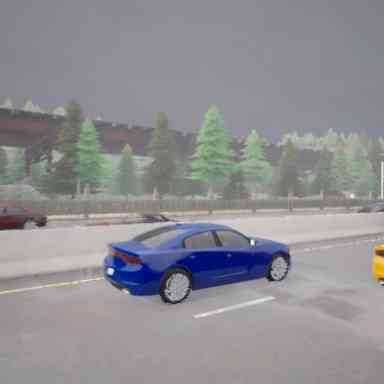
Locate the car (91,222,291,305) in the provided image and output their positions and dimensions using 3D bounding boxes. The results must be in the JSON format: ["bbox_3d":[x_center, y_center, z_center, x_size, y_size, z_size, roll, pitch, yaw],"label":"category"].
[{"bbox_3d":[0.356,1.503,8.226,5.008,1.535,1.882,1,0,-35],"label":"car"}]

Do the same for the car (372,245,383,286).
[{"bbox_3d":[6.443,1.567,8.180,5.008,1.535,1.882,1,0,-35],"label":"car"}]
